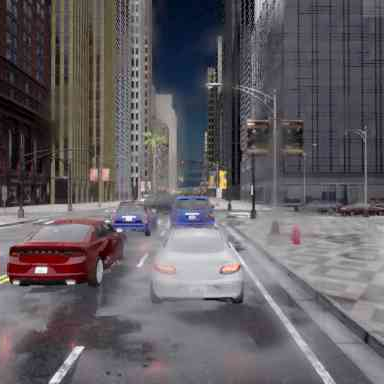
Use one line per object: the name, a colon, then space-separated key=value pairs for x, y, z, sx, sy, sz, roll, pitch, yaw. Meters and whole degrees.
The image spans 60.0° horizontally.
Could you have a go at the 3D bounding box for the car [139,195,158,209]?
car: x=-6.557 y=1.453 z=50.959 sx=2.150 sy=2.045 sz=5.566 roll=0 pitch=0 yaw=0

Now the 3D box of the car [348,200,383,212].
car: x=20.856 y=1.643 z=38.757 sx=4.313 sy=1.339 sz=1.947 roll=0 pitch=0 yaw=-1

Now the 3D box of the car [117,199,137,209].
car: x=-9.806 y=1.778 z=50.918 sx=2.033 sy=1.411 sz=5.357 roll=0 pitch=0 yaw=0

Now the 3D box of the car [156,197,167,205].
car: x=-6.442 y=1.902 z=70.628 sx=1.812 sy=1.442 sz=4.674 roll=0 pitch=0 yaw=0

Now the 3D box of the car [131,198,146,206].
car: x=-9.769 y=1.827 z=60.827 sx=1.812 sy=1.442 sz=4.674 roll=0 pitch=0 yaw=1

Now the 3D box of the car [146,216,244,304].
car: x=0.105 y=1.534 z=8.060 sx=1.812 sy=1.442 sz=4.674 roll=0 pitch=0 yaw=0

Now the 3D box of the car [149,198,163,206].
car: x=-6.520 y=1.805 z=60.671 sx=1.837 sy=1.490 sz=4.892 roll=0 pitch=0 yaw=1

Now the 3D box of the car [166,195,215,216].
car: x=0.040 y=1.257 z=17.762 sx=2.150 sy=2.045 sz=5.566 roll=0 pitch=0 yaw=1

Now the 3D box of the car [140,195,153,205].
car: x=-9.692 y=1.609 z=71.401 sx=2.150 sy=2.045 sz=5.566 roll=0 pitch=0 yaw=0

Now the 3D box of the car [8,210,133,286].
car: x=-3.144 y=1.489 z=9.432 sx=1.882 sy=1.535 sz=5.008 roll=0 pitch=0 yaw=0

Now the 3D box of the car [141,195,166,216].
car: x=-3.210 y=1.305 z=31.379 sx=5.566 sy=2.045 sz=2.150 roll=0 pitch=-1 yaw=-41

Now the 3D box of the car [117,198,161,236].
car: x=-3.135 y=1.391 z=18.659 sx=2.097 sy=1.767 sz=4.553 roll=0 pitch=0 yaw=0

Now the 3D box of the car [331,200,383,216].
car: x=15.339 y=1.577 z=30.151 sx=4.206 sy=1.307 sz=1.802 roll=0 pitch=0 yaw=-1

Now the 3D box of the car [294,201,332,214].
car: x=13.227 y=1.635 z=35.891 sx=4.181 sy=1.385 sz=1.994 roll=0 pitch=-1 yaw=-1

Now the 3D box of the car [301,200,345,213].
car: x=15.216 y=1.663 z=38.674 sx=4.313 sy=1.339 sz=1.947 roll=0 pitch=0 yaw=-1
